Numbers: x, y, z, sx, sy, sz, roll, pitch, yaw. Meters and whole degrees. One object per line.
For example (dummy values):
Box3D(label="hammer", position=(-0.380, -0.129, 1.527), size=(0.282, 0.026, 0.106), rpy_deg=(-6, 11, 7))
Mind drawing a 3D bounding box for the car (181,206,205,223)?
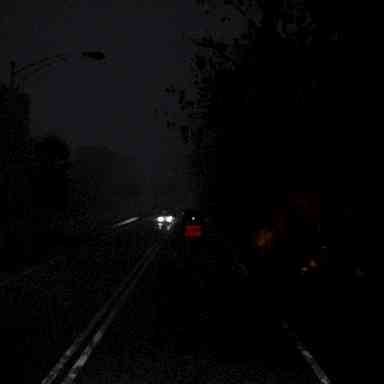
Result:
Box3D(label="car", position=(0.117, 2.012, 30.292), size=(1.837, 1.490, 4.892), rpy_deg=(0, -1, 0))

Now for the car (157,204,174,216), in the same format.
Box3D(label="car", position=(-3.299, 2.229, 42.202), size=(2.128, 1.511, 4.902), rpy_deg=(0, -1, 0))
